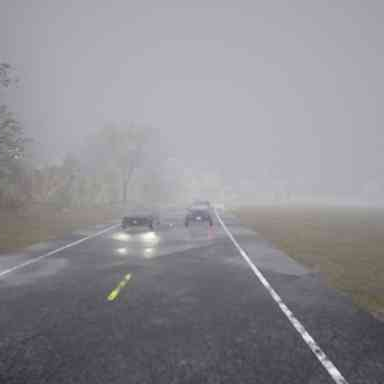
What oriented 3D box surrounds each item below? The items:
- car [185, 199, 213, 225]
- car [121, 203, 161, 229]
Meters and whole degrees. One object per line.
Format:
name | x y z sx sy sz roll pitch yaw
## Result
car | 0.497 1.498 23.473 1.812 1.442 4.674 0 0 2
car | -3.172 1.451 21.438 1.882 1.535 5.008 0 0 2
